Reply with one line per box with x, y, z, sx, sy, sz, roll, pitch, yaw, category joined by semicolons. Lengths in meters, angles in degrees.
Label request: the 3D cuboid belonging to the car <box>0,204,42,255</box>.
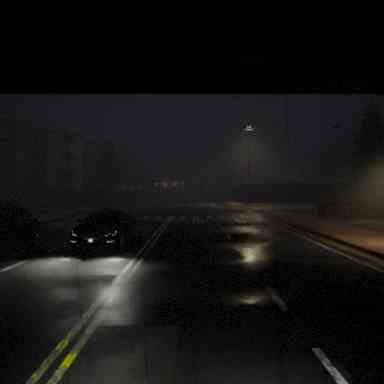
-7.024;1.278;11.272;2.097;1.767;4.553;0;0;0;car

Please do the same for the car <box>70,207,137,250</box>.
-3.498;1.415;13.893;1.837;1.490;4.892;0;0;0;car
